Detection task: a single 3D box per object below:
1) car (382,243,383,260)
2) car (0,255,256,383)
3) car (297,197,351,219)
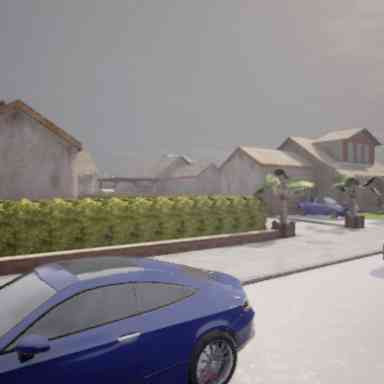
[{"bbox_3d":[7.718,1.437,10.120,5.008,1.535,1.882,0,0,-35],"label":"car"},{"bbox_3d":[-1.311,1.524,3.647,4.674,1.442,1.812,0,0,-36],"label":"car"},{"bbox_3d":[9.688,1.102,24.396,1.845,1.501,3.633,0,0,-38],"label":"car"}]
